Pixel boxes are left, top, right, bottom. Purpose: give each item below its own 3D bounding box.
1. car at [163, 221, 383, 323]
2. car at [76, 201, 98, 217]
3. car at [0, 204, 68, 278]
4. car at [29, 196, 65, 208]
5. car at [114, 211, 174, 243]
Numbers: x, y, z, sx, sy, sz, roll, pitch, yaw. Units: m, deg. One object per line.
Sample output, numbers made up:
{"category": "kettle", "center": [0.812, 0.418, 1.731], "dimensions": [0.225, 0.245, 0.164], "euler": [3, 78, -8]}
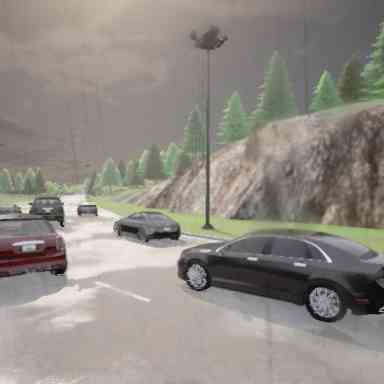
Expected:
{"category": "car", "center": [1.820, 1.566, 7.399], "dimensions": [4.892, 1.490, 1.837], "euler": [0, 0, 39]}
{"category": "car", "center": [-10.865, 1.671, 34.287], "dimensions": [2.128, 1.511, 4.902], "euler": [0, 0, -22]}
{"category": "car", "center": [-5.434, 1.394, 9.719], "dimensions": [2.097, 1.767, 4.553], "euler": [1, -1, -43]}
{"category": "car", "center": [-10.451, 1.335, 23.991], "dimensions": [2.150, 2.045, 5.566], "euler": [0, 0, -24]}
{"category": "car", "center": [-2.360, 1.668, 16.914], "dimensions": [1.994, 1.385, 4.181], "euler": [0, 0, -38]}
